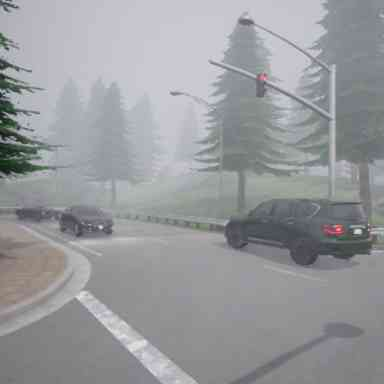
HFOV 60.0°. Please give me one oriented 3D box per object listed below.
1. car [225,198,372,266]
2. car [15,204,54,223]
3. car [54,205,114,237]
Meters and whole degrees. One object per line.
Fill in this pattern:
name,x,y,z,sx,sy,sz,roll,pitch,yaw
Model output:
car,3.478,1.237,11.980,2.150,2.045,5.566,1,0,-30
car,-11.832,1.601,25.826,4.718,1.301,1.895,0,0,41
car,-5.912,1.506,18.429,1.837,1.490,4.892,0,0,-36
